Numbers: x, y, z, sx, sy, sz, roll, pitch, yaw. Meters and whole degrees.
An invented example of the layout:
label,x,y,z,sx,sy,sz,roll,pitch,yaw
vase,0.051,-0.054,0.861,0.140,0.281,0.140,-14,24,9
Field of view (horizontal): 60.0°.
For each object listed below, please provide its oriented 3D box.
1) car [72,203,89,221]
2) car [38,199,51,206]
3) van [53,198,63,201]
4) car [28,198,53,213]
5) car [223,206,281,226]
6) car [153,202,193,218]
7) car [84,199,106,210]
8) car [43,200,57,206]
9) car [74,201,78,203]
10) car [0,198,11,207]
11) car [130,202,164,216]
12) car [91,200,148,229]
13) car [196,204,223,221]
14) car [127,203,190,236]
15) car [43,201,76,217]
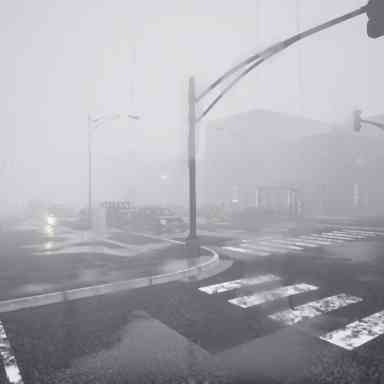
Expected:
label,x,y,z,sx,sy,sz,roll,pitch,yaw
car,-8.714,1.919,29.403,2.008,1.369,4.403,-1,0,-36
car,-35.549,2.496,80.018,1.752,1.417,4.829,-1,0,-36
van,-28.758,2.174,70.769,1.690,1.788,3.998,-1,0,-36
car,-22.111,1.953,47.626,2.192,1.841,5.009,-1,0,-36
car,4.726,1.725,25.210,1.947,1.339,4.313,-1,0,-36
car,-2.072,1.821,34.459,1.752,1.417,4.829,-1,0,-36
car,-15.365,2.003,52.545,1.967,1.590,4.097,-1,0,-36
car,-32.100,2.445,75.325,1.887,1.381,4.507,-1,0,-36
car,-22.057,2.280,61.657,1.802,1.307,4.206,-1,0,-36
car,-42.232,2.358,74.936,2.192,1.841,5.009,-1,0,-36
car,-5.319,1.912,38.878,2.008,1.369,4.403,-1,0,-36
car,-5.371,1.616,24.847,2.192,1.841,5.009,-1,0,-36
car,1.276,1.754,29.903,1.752,1.417,4.829,-1,0,-36
car,-2.020,1.674,20.292,1.967,1.590,4.097,-1,0,-36
car,-15.410,2.054,38.515,2.008,1.369,4.403,-1,0,-36
